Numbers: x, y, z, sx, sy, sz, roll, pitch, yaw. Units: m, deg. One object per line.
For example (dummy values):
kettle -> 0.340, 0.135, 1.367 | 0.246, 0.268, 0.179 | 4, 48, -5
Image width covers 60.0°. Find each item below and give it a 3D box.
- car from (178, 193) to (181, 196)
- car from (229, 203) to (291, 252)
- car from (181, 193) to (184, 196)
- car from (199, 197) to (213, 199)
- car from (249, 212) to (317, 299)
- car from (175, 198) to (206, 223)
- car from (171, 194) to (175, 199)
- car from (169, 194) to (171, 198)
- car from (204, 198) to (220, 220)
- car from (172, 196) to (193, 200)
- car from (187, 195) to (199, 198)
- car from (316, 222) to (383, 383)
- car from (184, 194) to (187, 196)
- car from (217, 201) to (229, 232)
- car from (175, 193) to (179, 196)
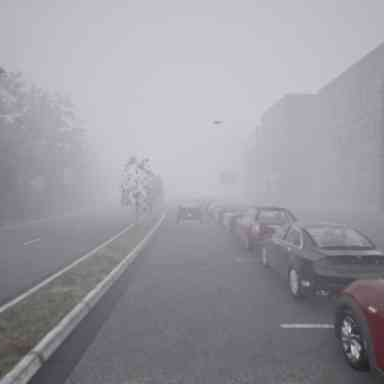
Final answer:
car -> -1.180, 1.441, 69.726 | 1.946, 1.575, 5.366 | 0, 0, -8
car -> 3.053, 1.369, 13.954 | 2.185, 1.767, 4.553 | 1, 0, 0
car -> -0.407, 1.459, 64.025 | 2.097, 1.535, 5.008 | 0, 0, -7
car -> 2.224, 1.524, 36.377 | 2.163, 1.488, 4.792 | 0, 0, -3
car -> 3.052, 1.491, 8.426 | 2.231, 1.521, 4.892 | 0, 0, 0
car -> -0.251, 1.490, 25.726 | 1.882, 1.535, 5.008 | 0, 0, -2
car -> -2.952, 1.149, 80.556 | 2.435, 2.045, 5.566 | 0, 0, -10
car -> -3.978, 1.371, 86.009 | 2.231, 1.521, 4.892 | 0, 0, -11
car -> 2.521, 1.537, 30.781 | 2.002, 1.452, 4.674 | 0, 0, -3
car -> -1.246, 1.603, 42.842 | 1.895, 1.301, 4.718 | 0, 0, -4
car -> 0.849, 1.480, 52.965 | 2.231, 1.521, 4.892 | 0, 0, -5
car -> 3.050, 1.360, 2.855 | 2.185, 1.767, 4.553 | 0, 0, 0
car -> 0.249, 1.469, 58.495 | 2.097, 1.535, 5.008 | 0, 0, -6
car -> 2.937, 1.526, 19.575 | 2.163, 1.488, 4.792 | 0, 0, -1
car -> -2.027, 1.422, 75.226 | 1.946, 1.575, 5.366 | 0, 0, -9
